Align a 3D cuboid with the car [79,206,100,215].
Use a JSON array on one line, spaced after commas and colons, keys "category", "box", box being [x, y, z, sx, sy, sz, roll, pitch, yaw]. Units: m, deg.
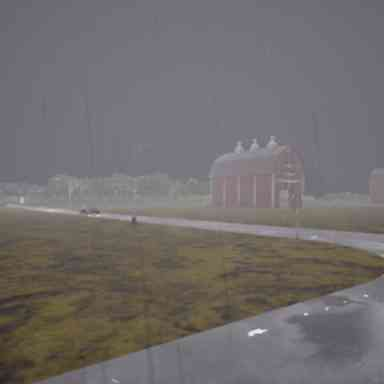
[{"category": "car", "box": [-16.028, 2.827, 51.771, 2.033, 1.411, 5.357, 2, -2, -35]}]
